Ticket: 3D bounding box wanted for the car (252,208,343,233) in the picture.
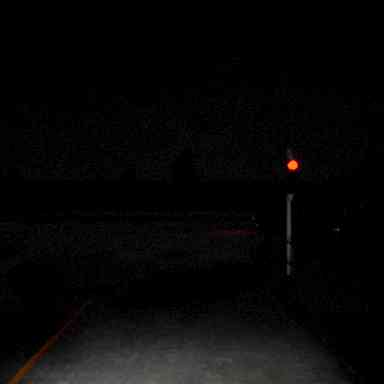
[{"bbox_3d":[5.894,1.560,18.756,4.718,1.301,1.895,0,0,0],"label":"car"}]
